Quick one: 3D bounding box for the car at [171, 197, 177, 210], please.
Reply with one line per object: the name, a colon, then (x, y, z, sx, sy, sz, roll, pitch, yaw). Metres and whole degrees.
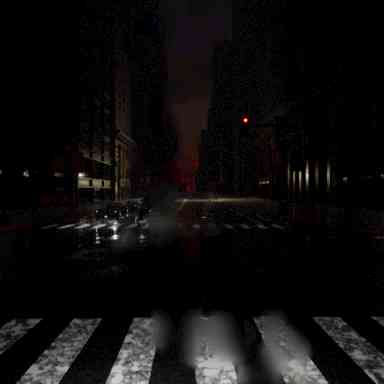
car: (-3.377, 1.468, 40.433, 2.128, 1.511, 4.902, 0, 0, 0)

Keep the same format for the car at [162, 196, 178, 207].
car: (-3.368, 1.456, 51.449, 2.128, 1.511, 4.902, 0, 0, 0)

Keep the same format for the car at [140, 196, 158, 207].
car: (-6.626, 1.456, 51.540, 2.128, 1.511, 4.902, 0, 0, 0)

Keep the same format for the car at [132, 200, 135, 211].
car: (-6.626, 1.580, 37.073, 1.895, 1.301, 4.718, 0, 0, 0)

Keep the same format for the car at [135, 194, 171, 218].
car: (-3.372, 1.207, 30.005, 2.150, 2.045, 5.566, 0, 0, 0)

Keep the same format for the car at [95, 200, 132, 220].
car: (-6.639, 1.588, 27.957, 1.895, 1.301, 4.718, 0, 0, 1)
